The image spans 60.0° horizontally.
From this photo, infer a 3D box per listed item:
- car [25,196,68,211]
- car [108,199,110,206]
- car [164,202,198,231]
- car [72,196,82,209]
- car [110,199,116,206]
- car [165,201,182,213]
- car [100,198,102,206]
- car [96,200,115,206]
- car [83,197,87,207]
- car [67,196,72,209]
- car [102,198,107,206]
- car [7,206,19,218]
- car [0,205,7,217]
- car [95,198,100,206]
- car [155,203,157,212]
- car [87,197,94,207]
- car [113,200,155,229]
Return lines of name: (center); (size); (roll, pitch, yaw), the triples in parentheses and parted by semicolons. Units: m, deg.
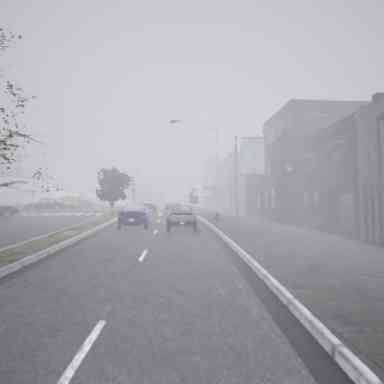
car: (-19.784, 1.717, 44.895); (5.008, 1.535, 2.097); (0, -1, -25)
car: (-22.979, 2.543, 80.458); (4.553, 1.767, 2.185); (0, -2, -25)
car: (-0.690, 1.561, 21.041); (2.128, 1.511, 4.902); (0, 0, -4)
car: (-20.152, 1.818, 50.908); (5.366, 1.575, 1.946); (0, -1, -25)
car: (-23.571, 2.961, 89.442); (5.366, 1.575, 1.946); (0, -2, -25)
car: (-2.326, 1.831, 41.187); (1.895, 1.301, 4.718); (0, -1, -5)
car: (-21.900, 2.278, 68.606); (5.008, 1.535, 2.097); (0, -2, -25)
car: (-24.003, 3.103, 92.326); (4.674, 1.452, 2.002); (0, -2, -25)
car: (-20.846, 1.989, 56.748); (4.674, 1.452, 2.002); (0, -2, -25)
car: (-20.086, 1.641, 47.849); (4.553, 1.767, 2.185); (0, -1, -25)
car: (-22.588, 2.468, 74.452); (5.366, 1.575, 1.946); (0, -2, -25)
car: (-18.482, 1.560, 30.081); (5.008, 1.535, 2.097); (0, 0, -25)
car: (-18.224, 1.546, 27.130); (5.008, 1.535, 2.097); (0, 0, -25)
car: (-21.658, 1.935, 65.634); (5.566, 2.045, 2.435); (0, -1, -25)
car: (-5.471, 1.766, 42.673); (1.812, 1.442, 4.674); (0, -1, -5)
car: (-21.085, 1.772, 59.738); (5.566, 2.045, 2.435); (0, -2, -25)
car: (-3.786, 1.544, 22.447); (1.882, 1.535, 5.008); (0, 0, -4)
